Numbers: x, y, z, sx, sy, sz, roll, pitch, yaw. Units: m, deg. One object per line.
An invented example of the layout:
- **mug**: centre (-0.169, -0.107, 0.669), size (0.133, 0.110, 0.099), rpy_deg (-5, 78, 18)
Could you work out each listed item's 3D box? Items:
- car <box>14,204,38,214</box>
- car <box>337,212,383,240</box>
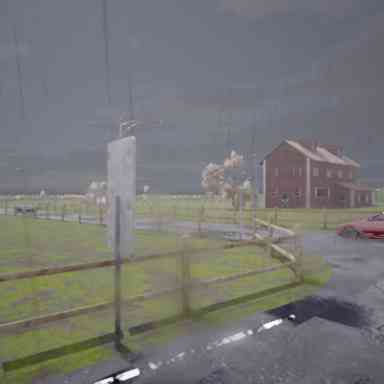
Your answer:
- **car**: centre (-23.728, 2.398, 47.384), size (2.033, 1.411, 5.357), rpy_deg (0, -1, -43)
- **car**: centre (9.415, 1.676, 16.282), size (4.181, 1.385, 1.994), rpy_deg (-1, -1, 41)
